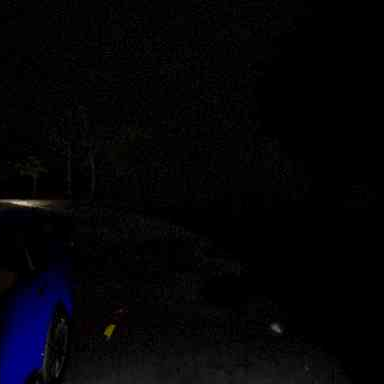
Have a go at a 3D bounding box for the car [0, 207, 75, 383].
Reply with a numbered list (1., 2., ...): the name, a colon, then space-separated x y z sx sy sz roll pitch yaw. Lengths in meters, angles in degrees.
1. car: -2.458 1.212 2.269 2.150 2.045 5.566 0 0 -5
